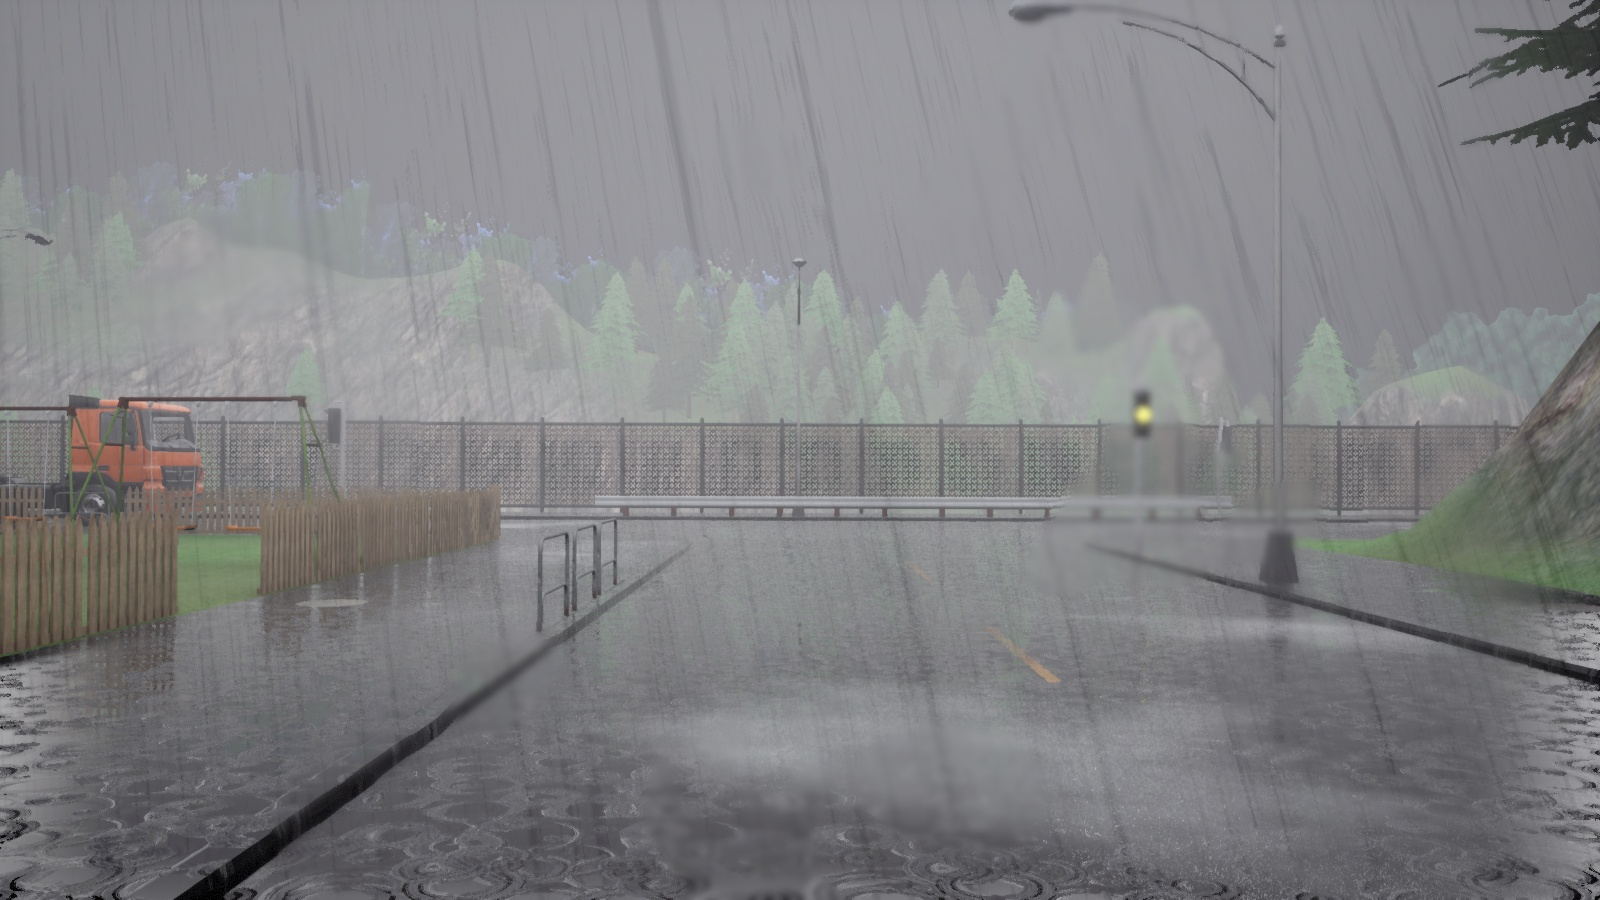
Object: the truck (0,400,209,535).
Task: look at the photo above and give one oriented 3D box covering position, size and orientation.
[{"bbox_3d":[-20.482,0.478,33.609,7.936,3.462,2.891,0,-1,0],"label":"truck"}]
